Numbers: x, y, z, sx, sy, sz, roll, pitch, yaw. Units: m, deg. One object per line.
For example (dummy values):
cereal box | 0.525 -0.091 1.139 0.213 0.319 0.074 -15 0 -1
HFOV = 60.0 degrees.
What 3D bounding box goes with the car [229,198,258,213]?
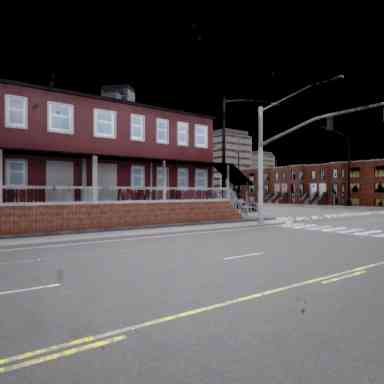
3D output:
car | 5.368 1.503 37.562 1.837 1.490 4.892 0 0 -36
